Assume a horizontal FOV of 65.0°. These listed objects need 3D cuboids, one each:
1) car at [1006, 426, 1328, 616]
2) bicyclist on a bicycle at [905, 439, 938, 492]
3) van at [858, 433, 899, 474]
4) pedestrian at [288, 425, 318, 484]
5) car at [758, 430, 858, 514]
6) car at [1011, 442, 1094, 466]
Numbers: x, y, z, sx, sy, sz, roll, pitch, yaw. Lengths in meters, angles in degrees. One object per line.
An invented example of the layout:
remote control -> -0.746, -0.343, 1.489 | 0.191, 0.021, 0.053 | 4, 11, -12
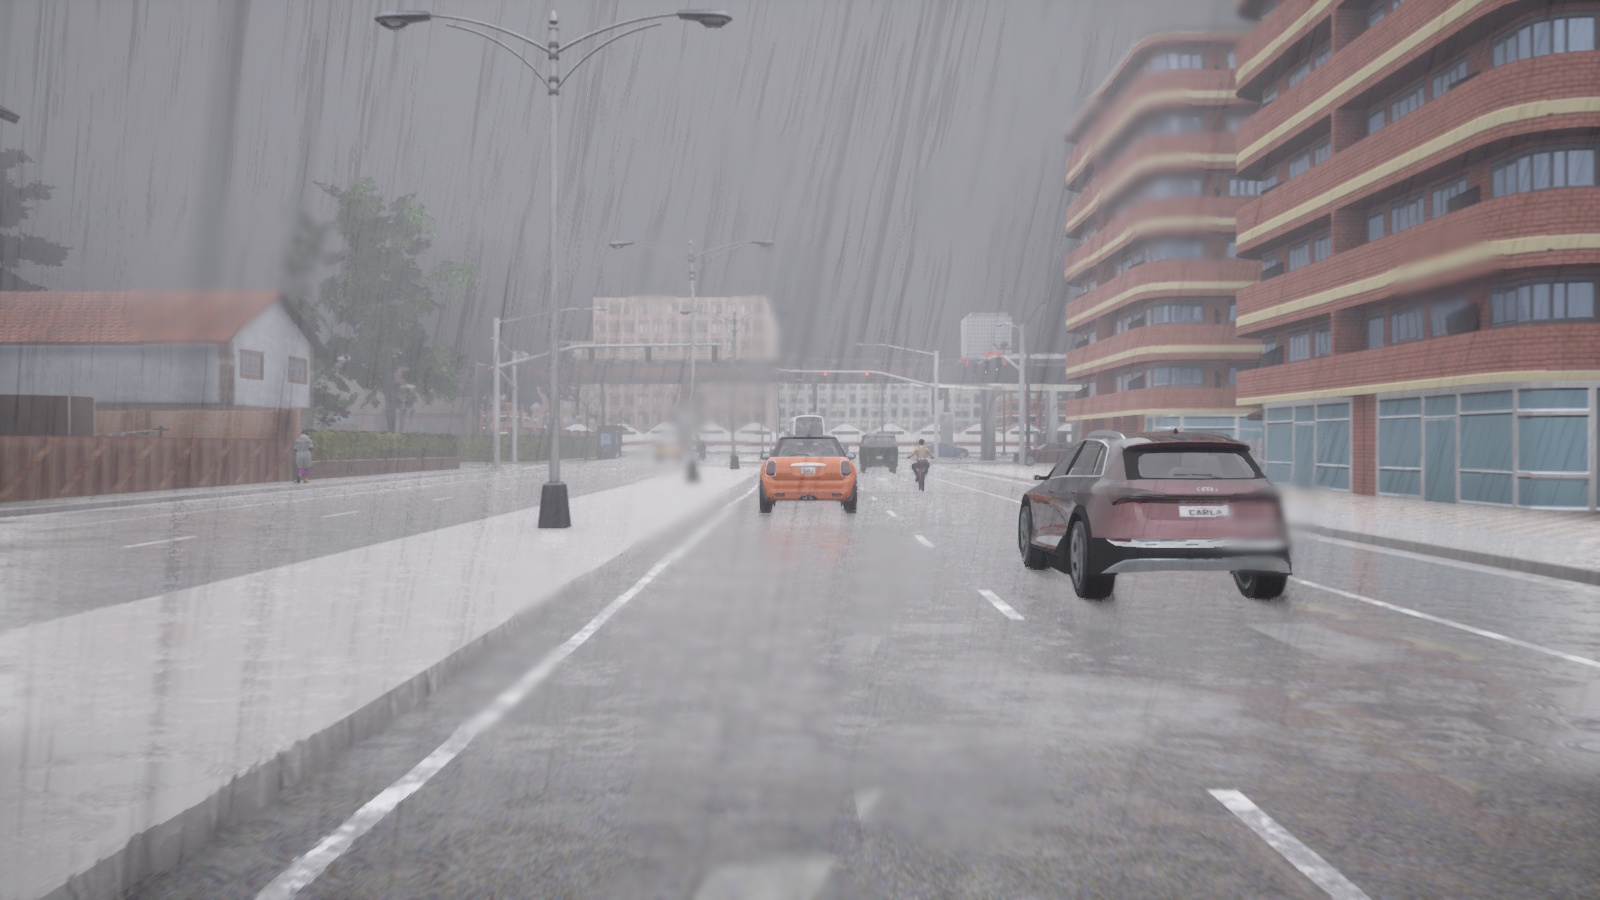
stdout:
car -> 3.595, 0.604, 13.367 | 2.033, 1.649, 4.856 | 0, 0, 0
bicyclist on a bicycle -> 3.752, 0.467, 38.912 | 0.866, 1.612, 1.509 | 0, 0, 0
van -> 3.888, 0.150, 62.551 | 1.775, 1.987, 4.442 | 0, 0, 0
pedestrian -> -16.654, 0.151, 42.066 | 0.659, 1.952, 0.873 | 0, 0, -1
car -> 0.184, 0.445, 28.470 | 2.097, 1.767, 4.553 | 0, 0, 0
car -> 16.310, 0.279, 81.269 | 5.008, 1.535, 1.882 | 0, 0, -1
